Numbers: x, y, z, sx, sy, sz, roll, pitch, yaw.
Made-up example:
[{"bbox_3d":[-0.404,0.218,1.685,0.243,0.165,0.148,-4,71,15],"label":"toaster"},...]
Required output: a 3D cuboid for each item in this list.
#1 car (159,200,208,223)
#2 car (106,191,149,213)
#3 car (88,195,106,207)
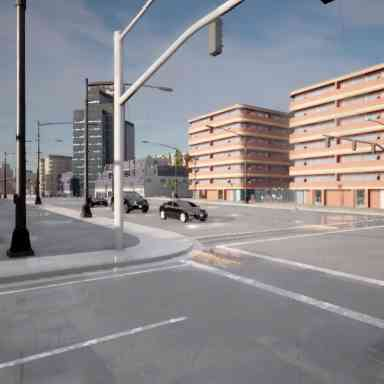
[{"bbox_3d":[-0.719,1.373,24.830,1.837,1.490,4.892,0,1,-34],"label":"car"},{"bbox_3d":[-6.281,0.945,32.984,2.150,2.045,5.566,0,1,-34],"label":"car"},{"bbox_3d":[-11.945,1.111,41.288,1.994,1.385,4.181,0,1,-34],"label":"car"}]
